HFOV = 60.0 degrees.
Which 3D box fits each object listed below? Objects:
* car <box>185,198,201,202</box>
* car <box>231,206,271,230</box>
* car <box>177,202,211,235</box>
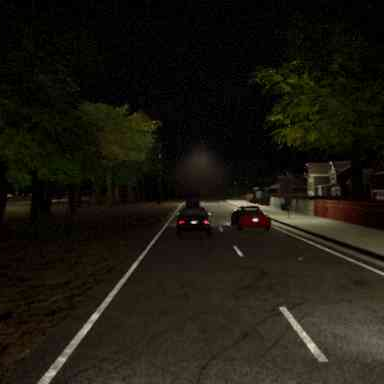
[{"bbox_3d":[0.103,1.466,41.980,2.033,1.411,5.357,0,0,0],"label":"car"},{"bbox_3d":[3.602,1.553,20.929,1.994,1.385,4.181,0,0,0],"label":"car"},{"bbox_3d":[0.100,1.539,18.919,2.033,1.411,5.357,0,0,0],"label":"car"}]
